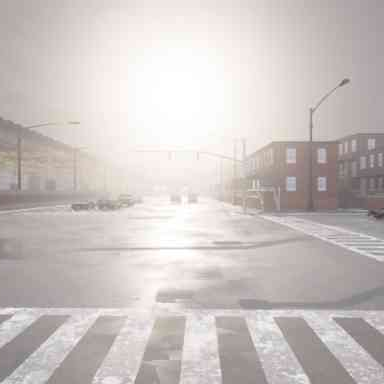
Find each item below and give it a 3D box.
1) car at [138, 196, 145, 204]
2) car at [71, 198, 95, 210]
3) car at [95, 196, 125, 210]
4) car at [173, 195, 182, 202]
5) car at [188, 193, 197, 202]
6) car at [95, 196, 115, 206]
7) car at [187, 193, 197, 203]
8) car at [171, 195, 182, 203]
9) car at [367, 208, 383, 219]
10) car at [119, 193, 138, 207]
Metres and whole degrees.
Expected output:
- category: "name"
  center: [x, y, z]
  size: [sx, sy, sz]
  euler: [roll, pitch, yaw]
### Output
- category: "car"
  center: [-10.474, 1.526, 65.043]
  size: [1.812, 1.442, 4.674]
  euler: [0, 0, 1]
- category: "car"
  center: [-14.057, 1.547, 43.617]
  size: [2.033, 1.411, 5.357]
  euler: [0, 0, 0]
- category: "car"
  center: [-10.569, 1.601, 43.200]
  size: [1.895, 1.301, 4.718]
  euler: [0, 0, 3]
- category: "car"
  center: [-3.422, 1.478, 80.488]
  size: [1.882, 1.535, 5.008]
  euler: [0, 0, 0]
- category: "car"
  center: [0.078, 1.225, 80.265]
  size: [2.150, 2.045, 5.566]
  euler: [0, 0, 0]
- category: "car"
  center: [-14.037, 1.478, 54.015]
  size: [1.882, 1.535, 5.008]
  euler: [0, 0, 0]
- category: "car"
  center: [0.167, 1.547, 69.632]
  size: [2.033, 1.411, 5.357]
  euler: [0, 0, 0]
- category: "car"
  center: [-3.364, 1.353, 70.202]
  size: [2.097, 1.767, 4.553]
  euler: [0, 0, 0]
- category: "car"
  center: [17.061, 1.547, 26.642]
  size: [5.357, 1.411, 2.033]
  euler: [0, 0, 0]
- category: "car"
  center: [-10.541, 1.221, 52.825]
  size: [2.150, 2.045, 5.566]
  euler: [0, 0, 0]
